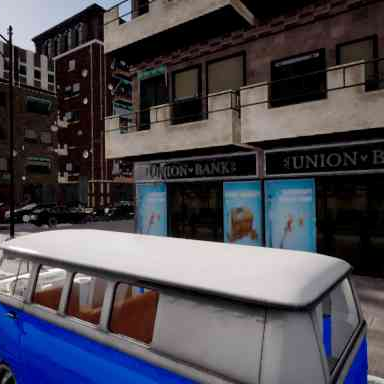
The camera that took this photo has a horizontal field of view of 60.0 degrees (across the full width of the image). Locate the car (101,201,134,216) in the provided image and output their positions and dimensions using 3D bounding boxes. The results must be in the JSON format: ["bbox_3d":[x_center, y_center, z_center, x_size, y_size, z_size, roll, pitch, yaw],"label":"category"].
[{"bbox_3d":[-6.915,1.675,34.558,2.128,1.511,4.902,-1,-1,36],"label":"car"}]

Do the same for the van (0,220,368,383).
[{"bbox_3d":[-0.485,1.342,3.196,3.998,1.788,1.690,0,-1,35],"label":"van"}]

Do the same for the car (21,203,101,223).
[{"bbox_3d":[-8.663,1.583,22.333,1.947,1.339,4.313,-2,-1,36],"label":"car"}]

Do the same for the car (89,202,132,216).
[{"bbox_3d":[-8.795,1.798,36.384,1.947,1.339,4.313,-2,-1,36],"label":"car"}]

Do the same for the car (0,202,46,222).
[{"bbox_3d":[-12.458,1.635,26.955,1.837,1.490,4.892,-1,-1,36],"label":"car"}]
